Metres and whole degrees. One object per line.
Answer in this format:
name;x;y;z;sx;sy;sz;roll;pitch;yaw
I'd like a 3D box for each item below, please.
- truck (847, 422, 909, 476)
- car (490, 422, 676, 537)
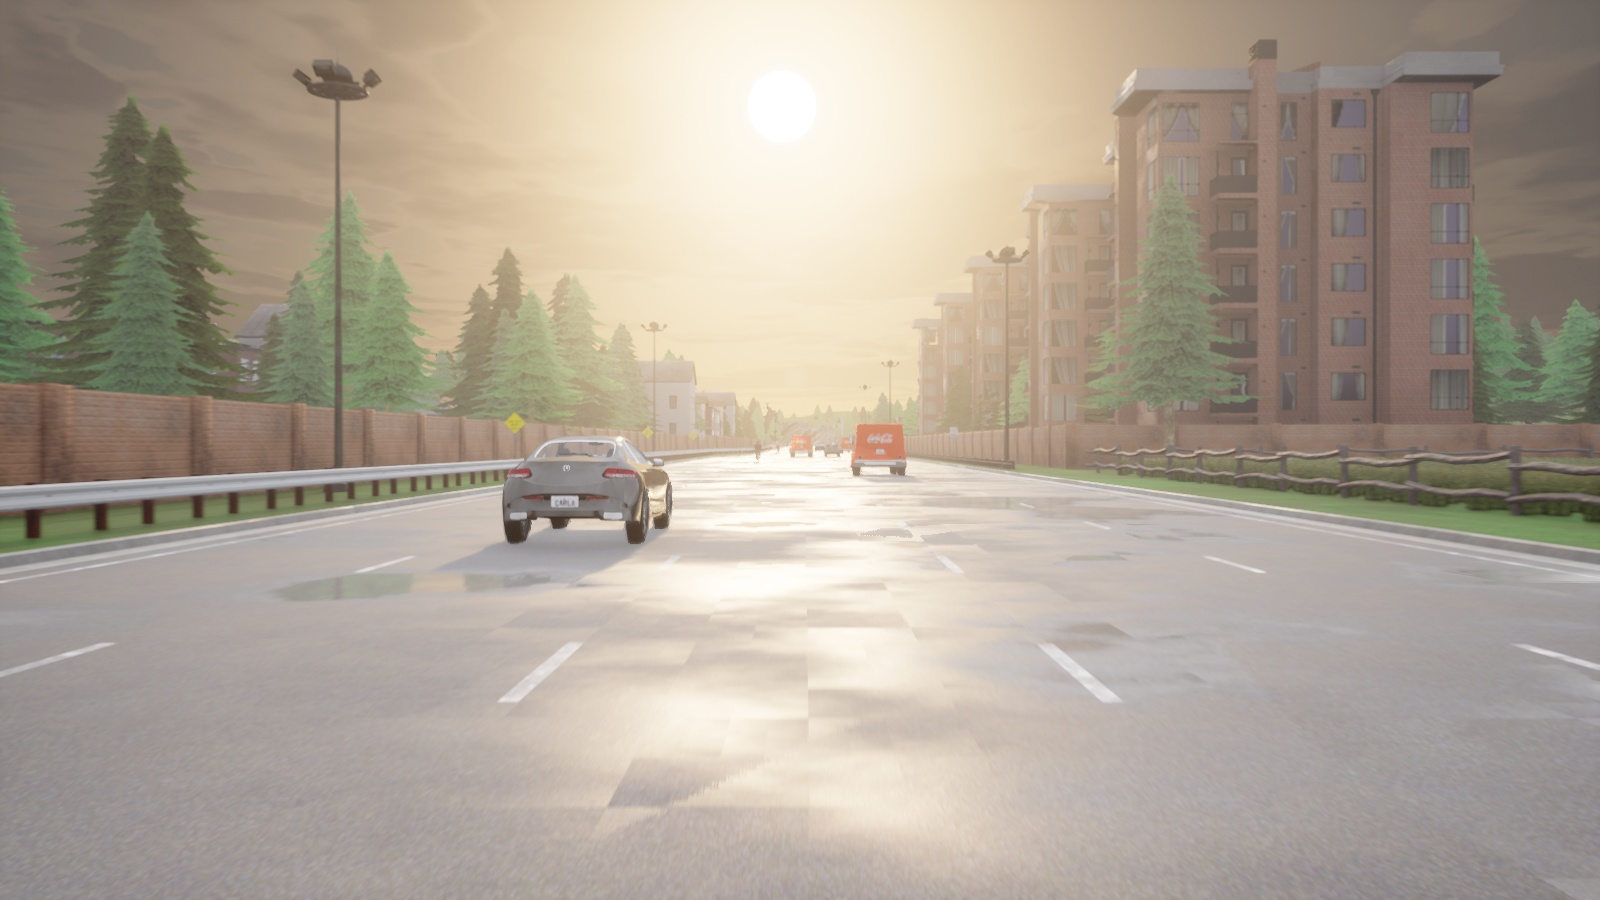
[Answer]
truck;3.682;-0.050;60.031;2.627;2.467;5.204;0;0;0
car;-3.368;0.415;20.543;2.152;1.651;5.027;0;0;0
